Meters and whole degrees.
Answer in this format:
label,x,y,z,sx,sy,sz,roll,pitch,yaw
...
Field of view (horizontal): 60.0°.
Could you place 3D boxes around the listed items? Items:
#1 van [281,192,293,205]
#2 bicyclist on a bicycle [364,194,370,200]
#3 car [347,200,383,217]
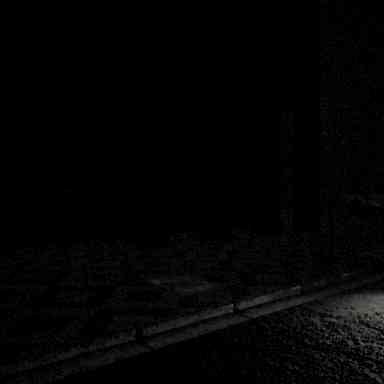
label,x,y,z,sx,sy,sz,roll,pitch,yaw
van,12.199,0.930,46.548,1.690,1.788,3.998,1,0,-36
bicyclist on a bicycle,20.789,1.029,39.608,1.656,1.620,0.582,0,1,-36
car,14.771,1.366,28.275,2.008,1.369,4.403,1,0,-36
